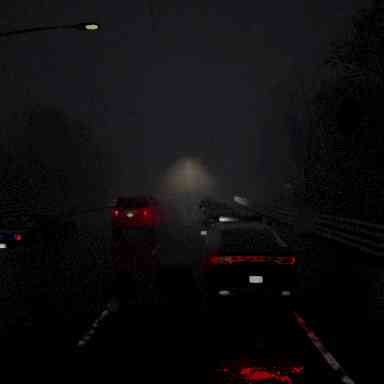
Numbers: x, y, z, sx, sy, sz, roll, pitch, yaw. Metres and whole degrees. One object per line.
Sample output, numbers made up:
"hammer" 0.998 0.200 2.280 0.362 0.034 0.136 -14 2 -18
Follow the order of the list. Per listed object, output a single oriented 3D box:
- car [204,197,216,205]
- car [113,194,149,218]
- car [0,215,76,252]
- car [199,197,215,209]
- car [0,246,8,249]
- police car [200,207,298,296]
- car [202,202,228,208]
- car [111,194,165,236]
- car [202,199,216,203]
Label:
"car" 3.358 1.581 60.825 2.033 1.411 5.357 0 0 5
"car" -5.711 1.223 31.775 2.150 2.045 5.566 0 0 3
"car" -6.521 1.599 13.792 1.895 1.301 4.718 0 0 2
"car" 2.067 1.580 45.254 1.994 1.385 4.181 0 0 5
"car" -3.327 1.477 1.682 1.882 1.535 5.008 0 0 1
"police car" 1.264 1.424 8.778 1.930 1.638 5.238 0 0 2
"car" 1.592 1.526 18.538 1.812 1.442 4.674 0 0 2
"car" -2.843 1.218 18.629 2.150 2.045 5.566 0 0 3
"car" 1.851 1.508 24.456 1.837 1.490 4.892 0 0 3
